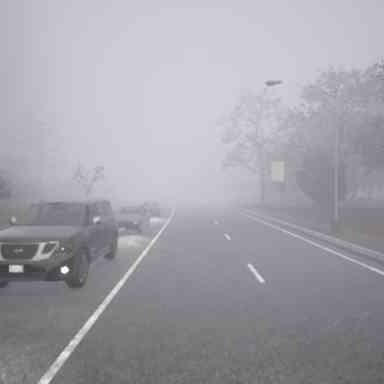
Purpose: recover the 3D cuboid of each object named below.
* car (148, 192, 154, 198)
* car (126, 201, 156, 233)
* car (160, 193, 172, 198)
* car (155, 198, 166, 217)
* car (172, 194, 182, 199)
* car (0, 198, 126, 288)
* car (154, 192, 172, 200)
[{"bbox_3d":[-10.272,0.810,88.855,1.882,1.535,5.008,0,0,-22],"label":"car"},{"bbox_3d":[-3.605,1.513,19.806,2.033,1.411,5.357,0,0,0],"label":"car"},{"bbox_3d":[-7.034,0.876,90.188,1.994,1.385,4.181,0,0,-22],"label":"car"},{"bbox_3d":[-3.711,1.483,29.818,1.994,1.385,4.181,0,0,-1],"label":"car"},{"bbox_3d":[-3.833,1.116,80.761,1.895,1.301,4.718,0,0,-18],"label":"car"},{"bbox_3d":[-3.611,1.211,9.562,2.150,2.045,5.566,0,0,0],"label":"car"},{"bbox_3d":[-6.977,0.886,79.105,2.097,1.767,4.553,0,0,-18],"label":"car"}]
